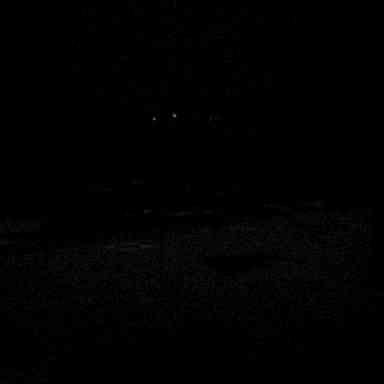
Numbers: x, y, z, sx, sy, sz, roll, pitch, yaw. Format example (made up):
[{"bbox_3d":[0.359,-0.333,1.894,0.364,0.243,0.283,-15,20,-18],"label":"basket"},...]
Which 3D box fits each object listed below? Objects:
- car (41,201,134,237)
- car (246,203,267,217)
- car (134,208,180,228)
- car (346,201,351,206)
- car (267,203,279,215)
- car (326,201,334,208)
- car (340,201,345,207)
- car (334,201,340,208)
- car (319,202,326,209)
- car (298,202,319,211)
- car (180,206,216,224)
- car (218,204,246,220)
[{"bbox_3d":[-6.154,1.482,19.569,2.192,1.841,5.009,-1,-1,35],"label":"car"},{"bbox_3d":[6.359,2.041,37.182,1.947,1.339,4.313,-1,-1,35],"label":"car"},{"bbox_3d":[-3.026,1.826,23.968,1.802,1.307,4.206,-1,-1,35],"label":"car"},{"bbox_3d":[37.642,2.802,81.227,1.947,1.339,4.313,-1,-1,35],"label":"car"},{"bbox_3d":[9.488,2.102,41.587,2.008,1.369,4.403,-1,-1,35],"label":"car"},{"bbox_3d":[25.130,2.497,63.610,1.947,1.339,4.313,-1,-1,35],"label":"car"},{"bbox_3d":[31.386,2.648,72.419,1.947,1.339,4.313,-1,-1,35],"label":"car"},{"bbox_3d":[28.258,2.589,68.014,1.802,1.307,4.206,-1,-1,35],"label":"car"},{"bbox_3d":[21.903,2.379,59.068,1.752,1.417,4.829,-1,-1,35],"label":"car"},{"bbox_3d":[18.873,2.331,54.801,2.008,1.369,4.403,-1,-1,35],"label":"car"},{"bbox_3d":[0.004,1.844,28.235,1.752,1.417,4.829,-1,-1,35],"label":"car"},{"bbox_3d":[3.231,1.964,32.778,1.947,1.339,4.313,-1,-1,35],"label":"car"}]
